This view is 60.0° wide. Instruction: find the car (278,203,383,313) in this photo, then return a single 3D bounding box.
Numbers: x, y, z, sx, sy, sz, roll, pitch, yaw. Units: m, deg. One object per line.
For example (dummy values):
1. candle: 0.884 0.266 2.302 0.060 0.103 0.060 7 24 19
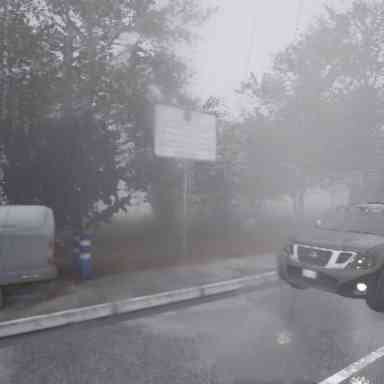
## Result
1. car: 4.564 1.299 8.146 5.566 2.045 2.150 1 -1 -35
